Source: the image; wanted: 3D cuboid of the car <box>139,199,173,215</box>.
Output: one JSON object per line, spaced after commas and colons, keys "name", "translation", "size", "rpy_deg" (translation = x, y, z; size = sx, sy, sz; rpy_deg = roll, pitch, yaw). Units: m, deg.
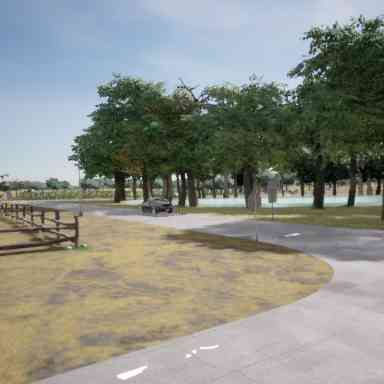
{"name": "car", "translation": [-3.754, 1.525, 34.134], "size": [1.837, 1.490, 4.892], "rpy_deg": [-3, 1, -35]}
